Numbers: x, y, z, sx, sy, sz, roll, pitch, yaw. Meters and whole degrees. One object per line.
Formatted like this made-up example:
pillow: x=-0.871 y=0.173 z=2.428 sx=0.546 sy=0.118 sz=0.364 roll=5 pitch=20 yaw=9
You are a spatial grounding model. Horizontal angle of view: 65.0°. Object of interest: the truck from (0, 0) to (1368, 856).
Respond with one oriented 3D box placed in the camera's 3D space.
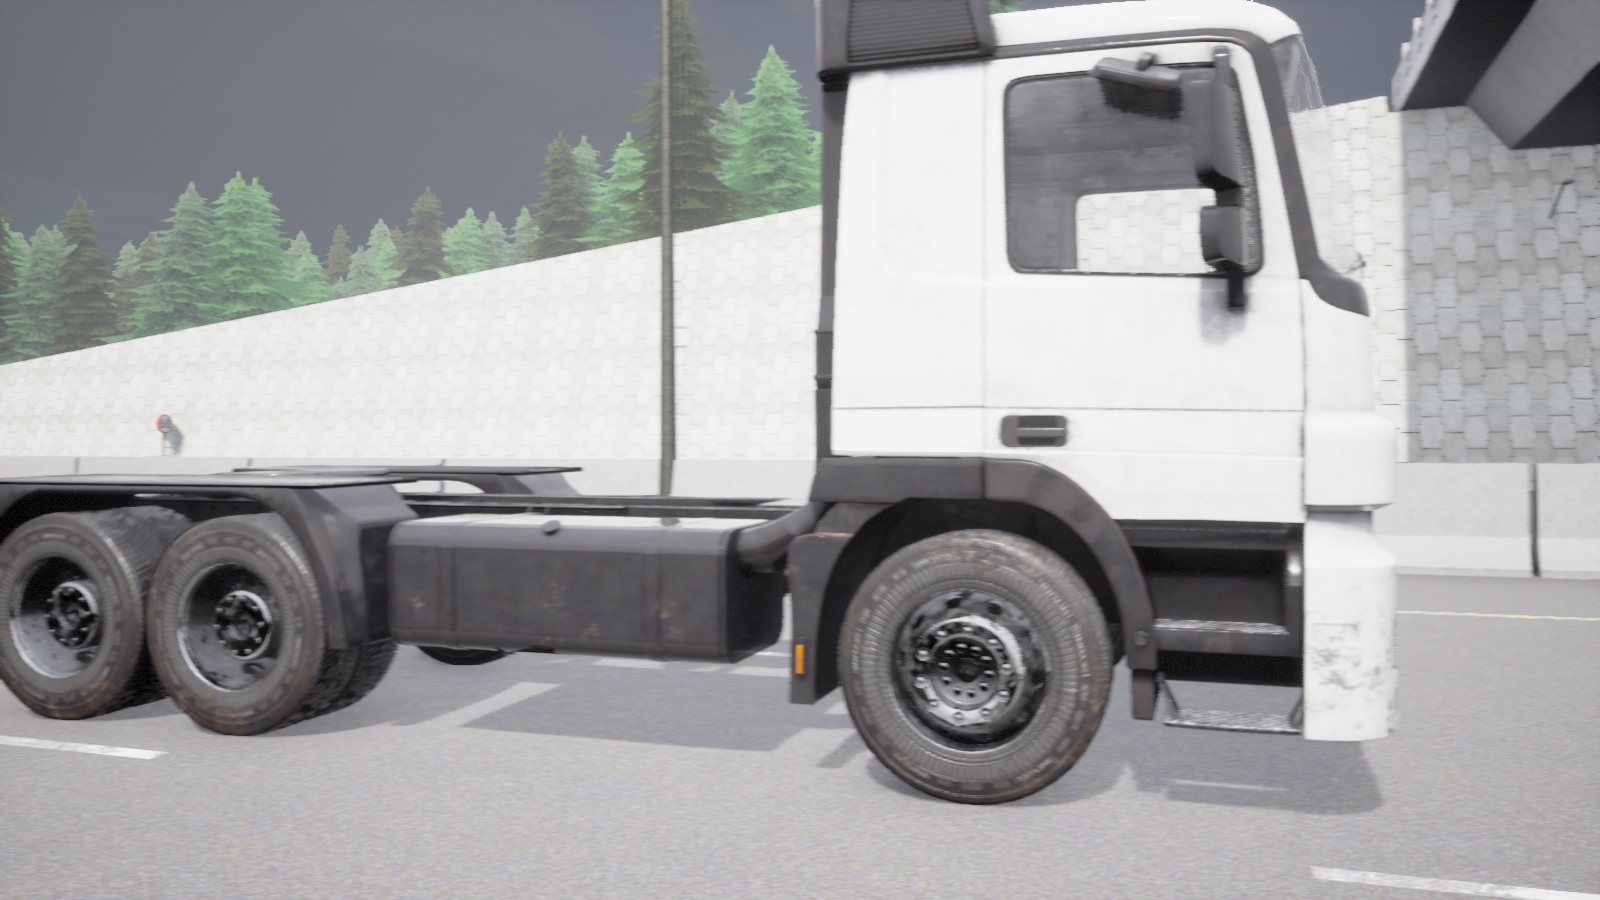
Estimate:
truck: x=-1.215 y=-0.277 z=7.280 sx=7.936 sy=3.462 sz=2.891 roll=1 pitch=1 yaw=19
